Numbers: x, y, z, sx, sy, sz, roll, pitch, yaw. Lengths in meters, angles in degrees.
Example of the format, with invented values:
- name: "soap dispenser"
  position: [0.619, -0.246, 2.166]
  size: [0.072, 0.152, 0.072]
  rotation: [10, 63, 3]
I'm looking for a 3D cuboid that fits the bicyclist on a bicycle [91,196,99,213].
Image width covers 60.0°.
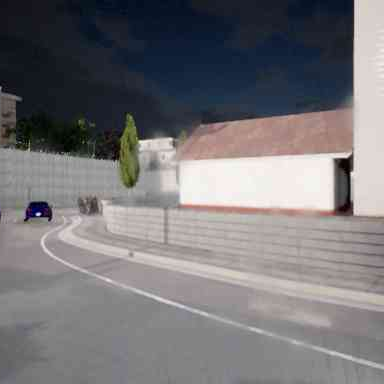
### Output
- name: "bicyclist on a bicycle"
  position: [-9.485, 1.228, 32.481]
  size: [0.582, 1.620, 1.656]
  rotation: [0, 0, -23]

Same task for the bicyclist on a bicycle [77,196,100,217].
- name: "bicyclist on a bicycle"
  position: [-8.466, 1.237, 27.213]
  size: [0.582, 1.620, 1.656]
  rotation: [0, 0, 40]

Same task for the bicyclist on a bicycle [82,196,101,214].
- name: "bicyclist on a bicycle"
  position: [-9.558, 1.229, 31.636]
  size: [1.656, 1.620, 0.582]
  rotation: [0, 0, -3]

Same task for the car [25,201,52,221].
- name: "car"
  position: [-12.130, 1.454, 26.322]
  size: [1.812, 1.442, 4.674]
  rotation: [0, 0, -24]

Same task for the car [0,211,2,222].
- name: "car"
  position: [-14.319, 1.492, 22.594]
  size: [1.994, 1.385, 4.181]
  rotation: [0, 0, -20]

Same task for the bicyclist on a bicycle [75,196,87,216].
- name: "bicyclist on a bicycle"
  position: [-10.196, 1.290, 30.510]
  size: [0.582, 1.620, 1.656]
  rotation: [-5, -4, -30]
